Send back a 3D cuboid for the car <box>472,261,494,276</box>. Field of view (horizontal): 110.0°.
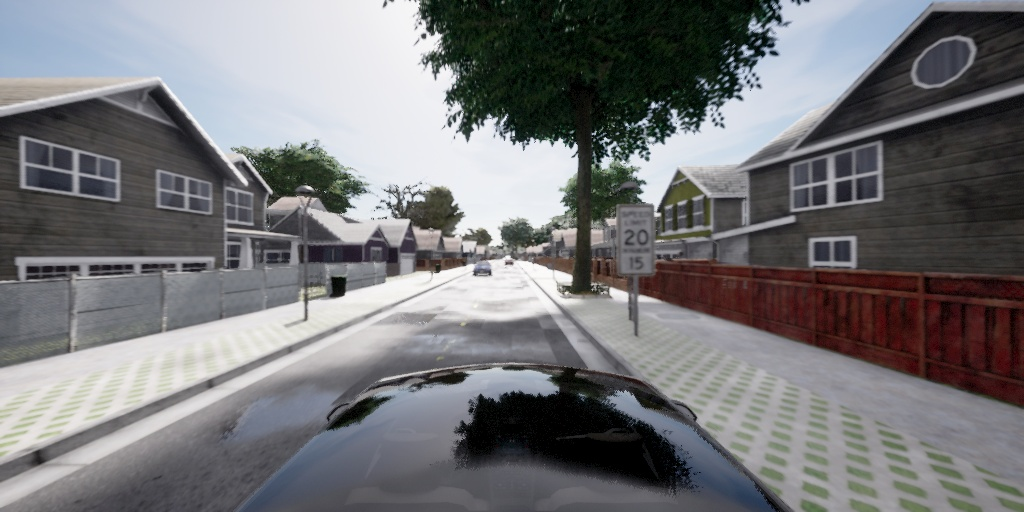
[{"bbox_3d":[-3.033,1.290,37.961,1.812,1.442,4.674,0,0,0],"label":"car"}]
